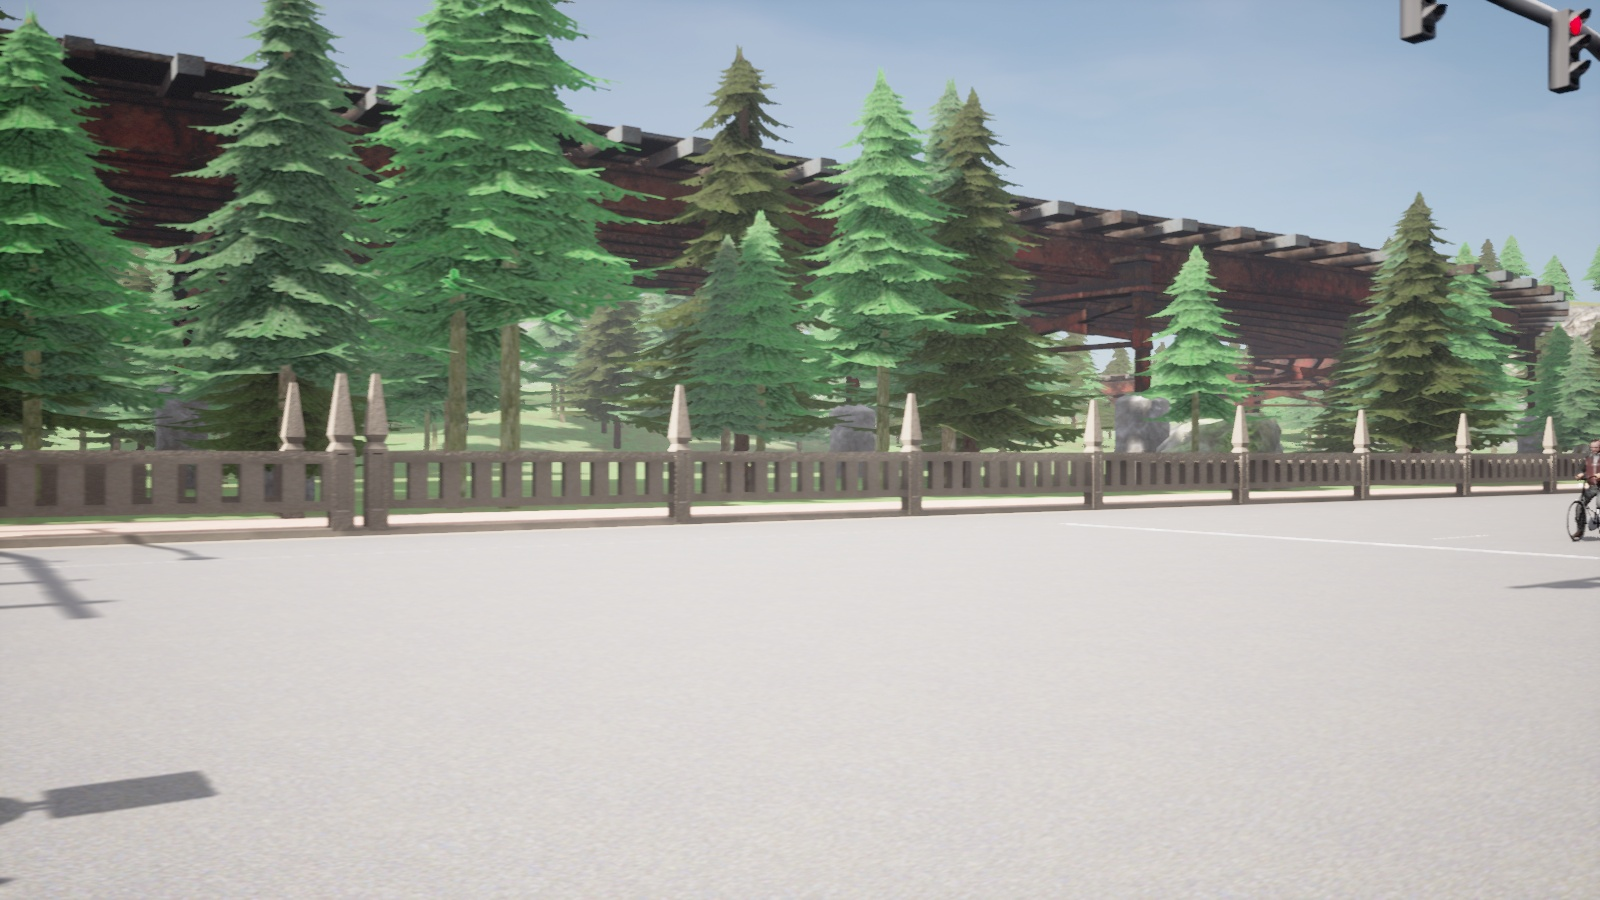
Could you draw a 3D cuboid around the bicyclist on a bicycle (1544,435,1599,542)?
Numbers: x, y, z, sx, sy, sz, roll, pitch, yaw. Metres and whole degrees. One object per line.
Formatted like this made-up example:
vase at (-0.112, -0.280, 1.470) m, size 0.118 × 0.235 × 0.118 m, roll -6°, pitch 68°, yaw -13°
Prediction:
bicyclist on a bicycle at (13.653, 0.640, 21.692) m, size 1.843 × 1.776 × 0.659 m, roll 0°, pitch 0°, yaw -35°
